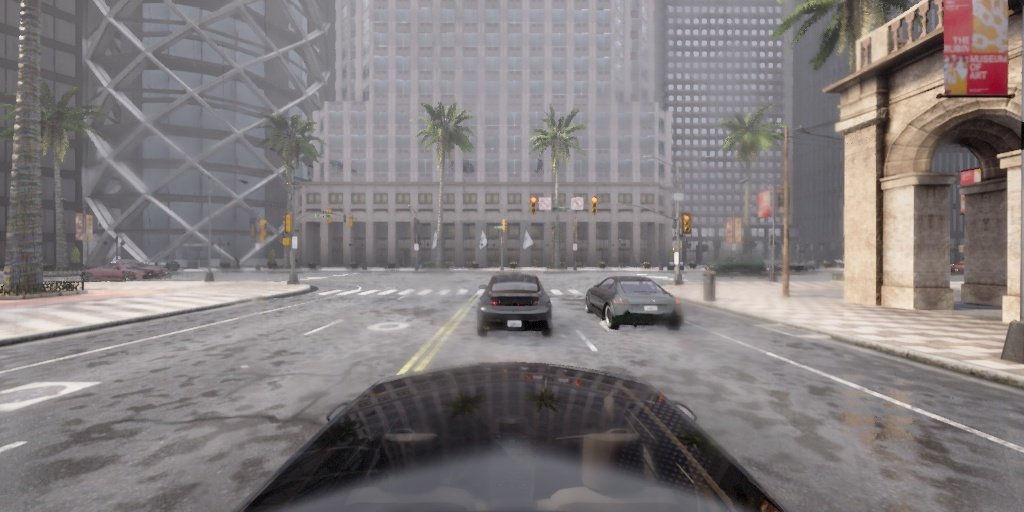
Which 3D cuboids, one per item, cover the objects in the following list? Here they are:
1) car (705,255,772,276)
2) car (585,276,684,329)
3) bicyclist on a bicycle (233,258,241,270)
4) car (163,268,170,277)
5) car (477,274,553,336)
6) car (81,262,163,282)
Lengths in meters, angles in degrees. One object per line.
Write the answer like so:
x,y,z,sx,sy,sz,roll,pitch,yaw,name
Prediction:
22.959,0.965,36.832,5.566,2.045,2.150,0,0,0,car
3.580,1.312,11.215,1.994,1.385,4.181,0,0,0,car
-35.756,1.042,46.654,0.582,1.620,1.656,0,0,-12,bicyclist on a bicycle
-33.673,1.270,31.988,4.674,1.442,1.812,0,0,-16,car
0.076,1.253,10.349,1.837,1.490,4.892,0,0,0,car
-31.549,1.309,28.891,4.181,1.385,1.994,0,0,-14,car
